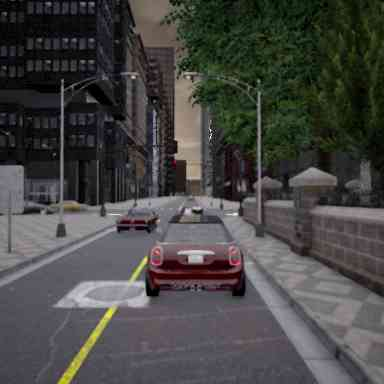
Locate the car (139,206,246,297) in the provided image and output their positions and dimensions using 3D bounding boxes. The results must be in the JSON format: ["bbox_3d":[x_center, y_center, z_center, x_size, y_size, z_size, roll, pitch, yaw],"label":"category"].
[{"bbox_3d":[0.070,1.346,8.747,2.097,1.767,4.553,0,0,0],"label":"car"}]

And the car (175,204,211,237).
[{"bbox_3d":[0.036,1.518,18.874,1.812,1.442,4.674,0,0,0],"label":"car"}]

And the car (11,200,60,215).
[{"bbox_3d":[-14.738,1.483,30.785,4.403,1.369,2.008,0,-1,0],"label":"car"}]

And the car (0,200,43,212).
[{"bbox_3d":[-20.241,1.665,39.320,4.403,1.369,2.008,0,-1,0],"label":"car"}]

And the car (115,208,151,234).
[{"bbox_3d":[-3.062,1.594,19.281,1.895,1.301,4.718,0,0,0],"label":"car"}]

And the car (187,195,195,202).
[{"bbox_3d":[-0.264,1.631,80.366,2.033,1.411,5.357,0,0,0],"label":"car"}]

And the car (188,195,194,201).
[{"bbox_3d":[-0.298,1.598,90.786,1.812,1.442,4.674,0,0,0],"label":"car"}]

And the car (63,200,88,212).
[{"bbox_3d":[-14.898,1.631,39.309,4.829,1.417,1.752,0,-1,0],"label":"car"}]
